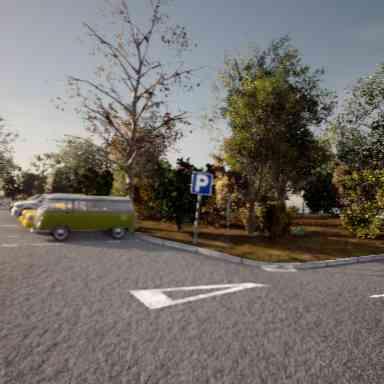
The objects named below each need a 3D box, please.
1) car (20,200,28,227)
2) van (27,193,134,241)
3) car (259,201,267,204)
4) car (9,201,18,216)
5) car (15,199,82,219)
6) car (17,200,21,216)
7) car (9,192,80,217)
[{"bbox_3d":[-6.181,1.377,18.141,5.366,1.575,1.946,2,-1,-30],"label":"car"},{"bbox_3d":[-5.039,1.158,15.573,4.442,1.987,1.878,2,-1,-30],"label":"van"},{"bbox_3d":[11.791,2.648,57.772,5.566,2.045,2.150,1,-2,-5],"label":"car"},{"bbox_3d":[-10.547,1.119,25.296,5.566,2.045,2.435,2,-2,-30],"label":"car"},{"bbox_3d":[-11.943,1.389,27.713,4.892,1.521,2.231,2,-2,-30],"label":"car"},{"bbox_3d":[-7.511,1.370,20.446,5.366,1.575,1.946,2,-1,-30],"label":"car"},{"bbox_3d":[-13.301,1.156,30.013,5.566,2.045,2.435,2,-2,-30],"label":"car"}]
